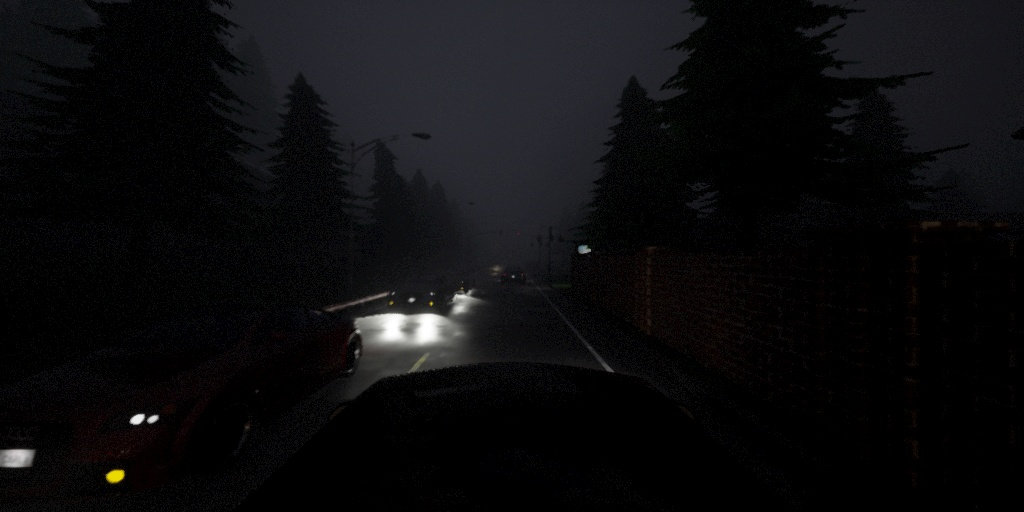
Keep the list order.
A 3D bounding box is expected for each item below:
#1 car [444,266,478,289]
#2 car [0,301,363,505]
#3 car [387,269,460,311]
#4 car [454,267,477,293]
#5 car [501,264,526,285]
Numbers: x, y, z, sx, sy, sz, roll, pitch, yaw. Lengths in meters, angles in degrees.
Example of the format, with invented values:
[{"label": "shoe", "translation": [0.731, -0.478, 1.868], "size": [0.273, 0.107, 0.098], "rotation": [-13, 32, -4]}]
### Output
[{"label": "car", "translation": [-3.562, 1.480, 25.825], "size": [1.994, 1.385, 4.181], "rotation": [0, 0, -2]}, {"label": "car", "translation": [-3.600, 1.305, 4.605], "size": [1.994, 1.385, 4.181], "rotation": [1, -1, 0]}, {"label": "car", "translation": [-3.562, 1.390, 14.726], "size": [1.994, 1.385, 4.181], "rotation": [1, -1, 0]}, {"label": "car", "translation": [-3.443, 1.466, 21.647], "size": [1.994, 1.385, 4.181], "rotation": [1, -1, 0]}, {"label": "car", "translation": [0.118, 1.544, 29.120], "size": [1.994, 1.385, 4.181], "rotation": [1, -1, 1]}]
